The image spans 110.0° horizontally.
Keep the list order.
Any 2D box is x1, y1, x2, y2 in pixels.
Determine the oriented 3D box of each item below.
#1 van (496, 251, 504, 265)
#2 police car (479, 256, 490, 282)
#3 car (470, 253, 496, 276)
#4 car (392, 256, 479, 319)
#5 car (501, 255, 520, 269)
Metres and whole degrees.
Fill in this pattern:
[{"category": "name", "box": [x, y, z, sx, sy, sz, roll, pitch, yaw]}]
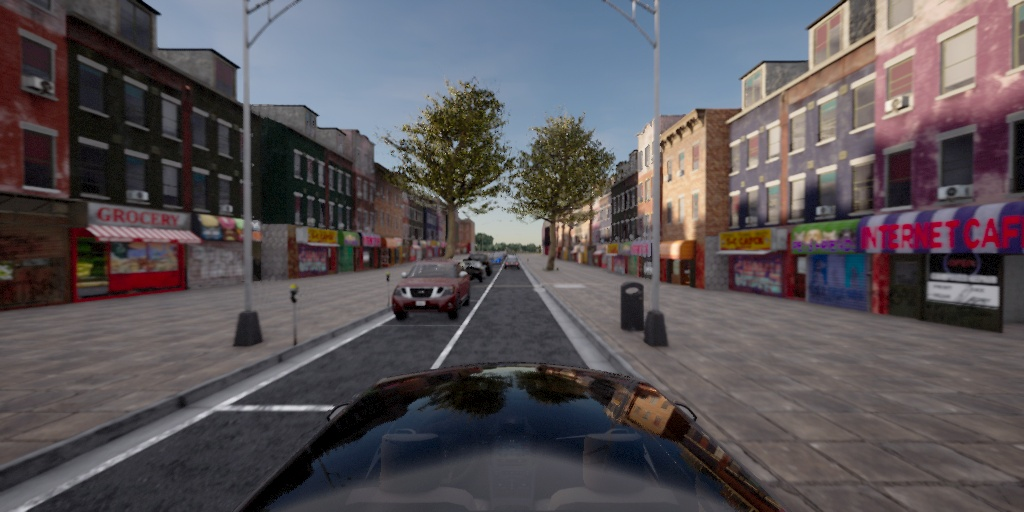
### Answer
[{"category": "van", "box": [-2.653, 0.486, 57.277, 1.690, 1.789, 3.998, 0, 0, 0]}, {"category": "police car", "box": [-3.016, 1.038, 26.982, 1.930, 1.638, 5.238, 0, 1, 0]}, {"category": "car", "box": [-2.990, 0.760, 33.898, 2.150, 2.045, 5.566, 0, 1, 0]}, {"category": "car", "box": [-2.642, 1.048, 12.903, 2.192, 1.841, 5.009, 0, 0, 0]}, {"category": "car", "box": [0.004, 0.930, 45.809, 2.033, 1.411, 5.357, 0, 1, 0]}]
